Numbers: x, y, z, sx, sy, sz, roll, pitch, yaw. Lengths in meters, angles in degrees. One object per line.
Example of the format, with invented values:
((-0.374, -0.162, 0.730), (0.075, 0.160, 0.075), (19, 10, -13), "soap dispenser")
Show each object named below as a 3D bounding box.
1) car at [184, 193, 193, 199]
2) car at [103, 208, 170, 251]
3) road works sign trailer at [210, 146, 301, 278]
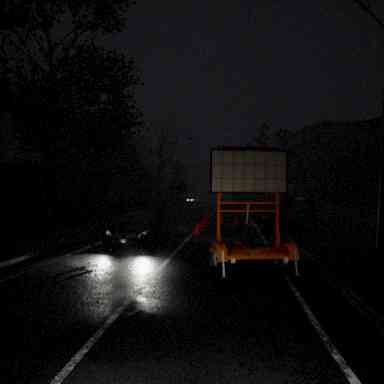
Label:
((-1.042, 1.139, 88.919), (2.128, 1.511, 4.902), (-1, 0, -12), "car")
((-2.128, 1.441, 14.002), (1.812, 1.442, 4.674), (1, 0, 7), "car")
((1.675, 0.441, 10.163), (2.380, 3.560, 2.880), (1, 0, -7), "road works sign trailer")
